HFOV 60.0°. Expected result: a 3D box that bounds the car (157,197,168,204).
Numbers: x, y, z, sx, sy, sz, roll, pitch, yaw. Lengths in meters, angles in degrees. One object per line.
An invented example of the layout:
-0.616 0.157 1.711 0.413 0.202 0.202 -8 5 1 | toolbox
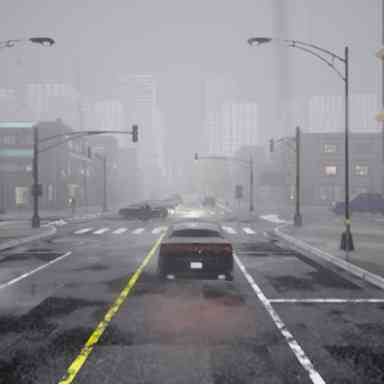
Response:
-5.696 1.616 64.270 1.752 1.417 4.829 0 0 0 | car

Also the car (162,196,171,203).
-5.698 1.699 75.491 1.802 1.307 4.206 0 0 0 | car

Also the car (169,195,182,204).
-3.073 1.596 54.275 1.812 1.442 4.674 0 0 0 | car

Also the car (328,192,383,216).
15.167 1.062 29.609 5.566 2.045 2.150 -1 0 0 | car

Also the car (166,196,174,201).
-5.700 1.671 86.371 1.752 1.417 4.829 0 0 0 | car

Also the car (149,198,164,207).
-5.695 1.635 53.389 1.947 1.339 4.313 0 0 0 | car

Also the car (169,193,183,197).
-3.007 1.314 64.880 2.150 2.045 5.566 0 0 0 | car

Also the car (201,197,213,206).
2.684 1.646 58.916 1.947 1.339 4.313 0 0 0 | car

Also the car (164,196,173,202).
-5.699 1.713 81.016 1.802 1.307 4.206 0 0 0 | car

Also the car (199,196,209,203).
2.682 1.667 75.492 2.008 1.369 4.403 0 0 0 | car

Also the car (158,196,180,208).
-3.096 1.600 44.830 2.033 1.411 5.357 0 0 0 | car

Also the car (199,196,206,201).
2.680 1.728 86.542 1.802 1.307 4.206 0 0 0 | car

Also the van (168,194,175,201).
-5.700 1.503 92.067 1.690 1.788 3.998 0 0 0 | van

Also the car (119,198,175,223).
-3.924 1.518 26.237 2.128 1.511 4.902 0 0 -43 | car

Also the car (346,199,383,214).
17.485 1.388 32.191 4.313 1.339 1.947 -1 0 0 | car

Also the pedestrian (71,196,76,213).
-12.515 1.323 35.125 0.375 1.860 0.375 0 0 0 | pedestrian

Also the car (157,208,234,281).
0.098 1.486 9.955 1.882 1.535 5.008 0 0 0 | car

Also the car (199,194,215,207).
2.686 1.384 53.391 2.192 1.841 5.009 0 0 0 | car
